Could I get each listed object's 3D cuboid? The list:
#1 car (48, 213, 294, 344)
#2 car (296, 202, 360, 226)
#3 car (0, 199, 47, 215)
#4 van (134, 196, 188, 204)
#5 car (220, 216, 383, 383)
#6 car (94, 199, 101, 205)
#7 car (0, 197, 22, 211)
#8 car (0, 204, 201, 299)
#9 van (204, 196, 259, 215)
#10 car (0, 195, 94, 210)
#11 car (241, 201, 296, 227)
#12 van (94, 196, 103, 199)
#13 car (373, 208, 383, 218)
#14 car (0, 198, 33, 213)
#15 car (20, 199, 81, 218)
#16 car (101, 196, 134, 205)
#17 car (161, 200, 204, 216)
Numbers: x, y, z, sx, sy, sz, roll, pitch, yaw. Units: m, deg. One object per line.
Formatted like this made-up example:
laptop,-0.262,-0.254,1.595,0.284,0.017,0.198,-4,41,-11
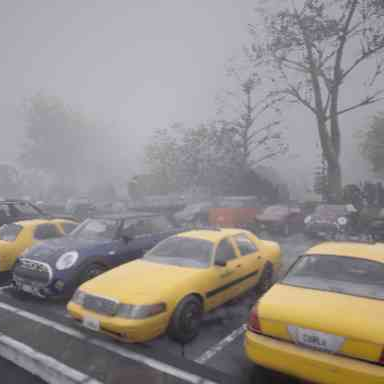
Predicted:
car,0.164,1.456,6.735,1.946,1.575,5.366,0,0,35
car,7.351,1.328,17.309,2.185,1.767,4.553,0,0,35
car,-18.117,1.506,35.124,2.163,1.488,4.792,1,1,35
van,-1.741,1.283,23.800,1.878,1.987,4.442,0,0,35
car,2.690,1.442,5.415,1.946,1.575,5.366,0,0,35
car,-6.408,1.566,26.974,2.163,1.488,4.792,0,0,35
car,-22.615,1.408,38.328,2.231,1.521,4.892,1,1,35
car,-2.025,1.347,8.536,2.185,1.767,4.553,0,0,35
van,2.881,1.255,20.551,1.878,1.987,4.442,0,0,35
car,-6.652,1.249,11.781,2.435,2.045,5.566,0,0,35
car,5.026,1.467,18.910,2.097,1.535,5.008,0,0,35
van,-8.809,1.324,28.476,1.878,1.987,4.442,0,0,35
car,9.642,1.440,15.658,2.097,1.535,5.008,0,0,35
car,-20.428,1.470,36.747,2.163,1.488,4.792,1,1,35
car,-13.473,1.545,31.892,2.097,1.535,5.008,1,1,35
car,-4.238,1.397,25.372,2.185,1.767,4.553,0,0,35
car,0.507,1.496,22.085,2.231,1.521,4.892,0,0,35
